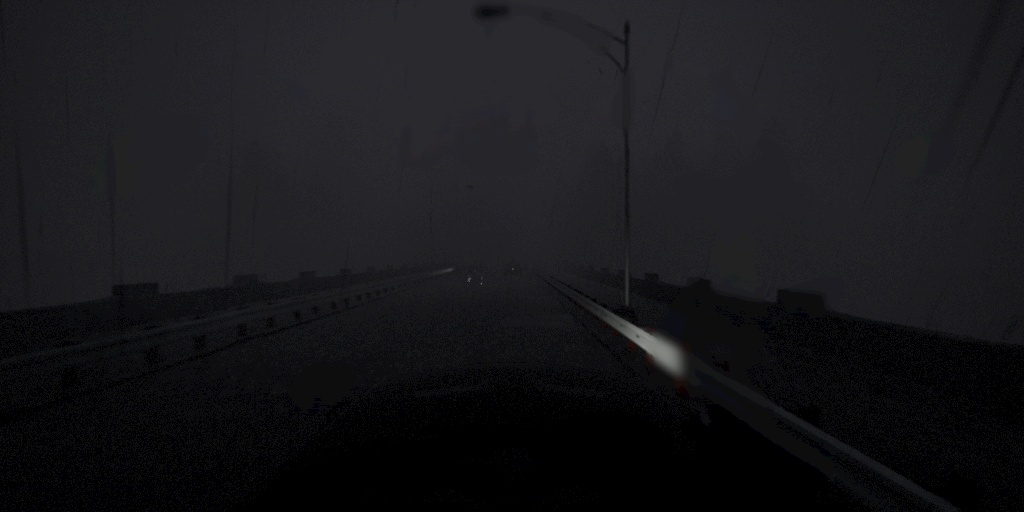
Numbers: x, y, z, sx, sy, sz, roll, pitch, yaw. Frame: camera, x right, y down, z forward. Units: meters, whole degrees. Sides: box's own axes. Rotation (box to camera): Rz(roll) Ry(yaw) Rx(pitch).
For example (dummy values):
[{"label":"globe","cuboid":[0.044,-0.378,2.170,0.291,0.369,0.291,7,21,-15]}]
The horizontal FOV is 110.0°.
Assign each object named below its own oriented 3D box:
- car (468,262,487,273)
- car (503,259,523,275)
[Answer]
[{"label":"car","cuboid":[-4.067,1.325,42.063,1.895,1.301,4.718,0,0,0]},{"label":"car","cuboid":[0.103,1.291,37.887,1.994,1.385,4.181,0,0,0]}]
